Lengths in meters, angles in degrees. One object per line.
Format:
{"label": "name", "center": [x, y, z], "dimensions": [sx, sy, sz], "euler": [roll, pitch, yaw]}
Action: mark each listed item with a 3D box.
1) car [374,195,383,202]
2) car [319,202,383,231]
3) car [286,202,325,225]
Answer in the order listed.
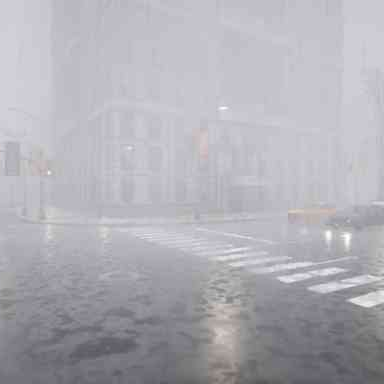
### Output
{"label": "car", "center": [17.637, 1.221, 29.220], "dimensions": [5.566, 2.045, 2.150], "euler": [0, 0, -31]}
{"label": "car", "center": [10.770, 1.547, 20.926], "dimensions": [5.357, 1.411, 2.033], "euler": [0, 0, -32]}
{"label": "car", "center": [8.952, 1.477, 23.914], "dimensions": [5.008, 1.535, 1.882], "euler": [0, 0, -32]}
